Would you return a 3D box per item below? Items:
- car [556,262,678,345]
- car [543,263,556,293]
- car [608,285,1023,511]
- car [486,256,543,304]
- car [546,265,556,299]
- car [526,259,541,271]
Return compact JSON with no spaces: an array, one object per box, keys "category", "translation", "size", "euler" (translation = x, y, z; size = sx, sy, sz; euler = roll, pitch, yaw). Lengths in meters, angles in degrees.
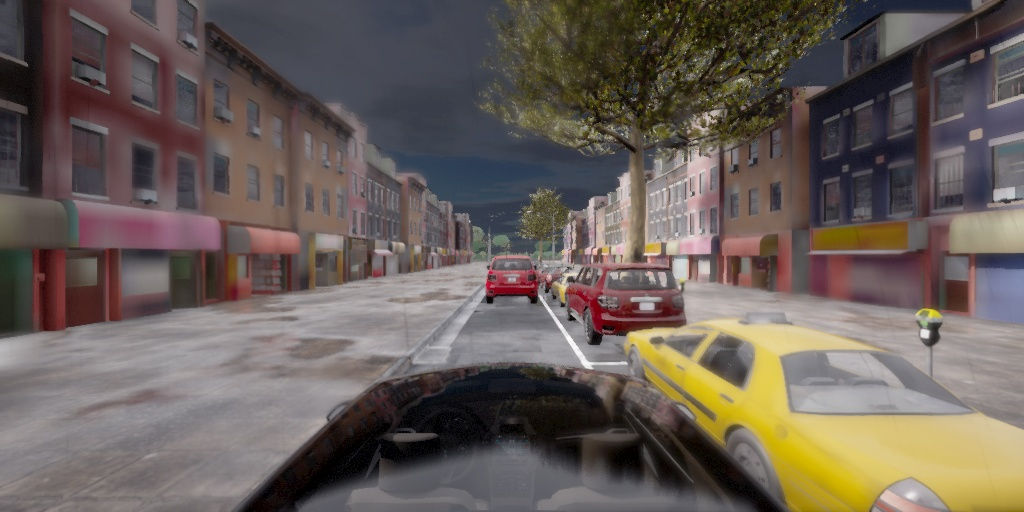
[{"category":"car","translation":[2.638,1.063,9.364],"size":[2.192,1.841,5.009],"euler":[0,0,0]},{"category":"car","translation":[2.637,1.188,20.455],"size":[1.967,1.591,4.097],"euler":[0,0,0]},{"category":"car","translation":[2.638,1.274,3.988],"size":[1.751,1.417,4.829],"euler":[0,0,0]},{"category":"car","translation":[0.000,1.007,16.530],"size":[2.150,2.045,5.566],"euler":[0,0,0]},{"category":"car","translation":[2.638,1.273,15.079],"size":[1.751,1.417,4.829],"euler":[0,0,0]},{"category":"car","translation":[3.024,1.236,50.464],"size":[1.812,1.442,4.674],"euler":[0,0,0]}]
